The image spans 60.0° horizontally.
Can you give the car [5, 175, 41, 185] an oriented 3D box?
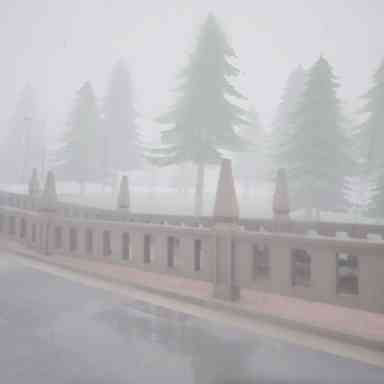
[{"bbox_3d":[-24.846,-1.778,48.956,1.837,1.490,4.892,6,4,37],"label":"car"}]
